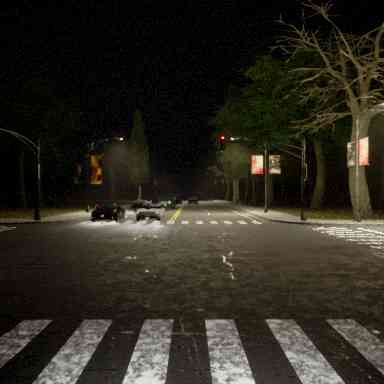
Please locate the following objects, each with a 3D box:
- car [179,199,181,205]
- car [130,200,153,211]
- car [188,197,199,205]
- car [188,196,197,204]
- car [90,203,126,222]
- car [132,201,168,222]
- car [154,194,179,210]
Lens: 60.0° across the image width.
[{"bbox_3d":[-3.149,1.762,64.263,1.994,1.385,4.181,0,-1,1],"label":"car"},{"bbox_3d":[-6.518,1.647,42.010,1.895,1.301,4.718,0,0,0],"label":"car"},{"bbox_3d":[0.227,1.673,62.258,2.128,1.511,4.902,0,0,0],"label":"car"},{"bbox_3d":[0.197,1.740,72.625,1.882,1.535,5.008,0,0,0],"label":"car"},{"bbox_3d":[-6.548,1.574,26.283,1.994,1.385,4.181,0,0,0],"label":"car"},{"bbox_3d":[-3.296,1.611,26.753,1.895,1.301,4.718,0,0,0],"label":"car"},{"bbox_3d":[-3.261,1.276,43.709,2.150,2.045,5.566,0,0,0],"label":"car"}]
